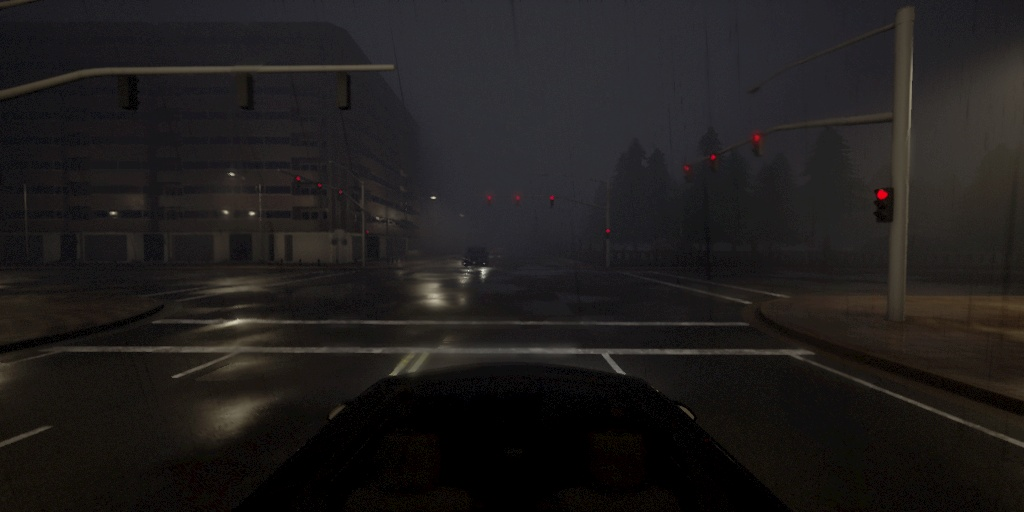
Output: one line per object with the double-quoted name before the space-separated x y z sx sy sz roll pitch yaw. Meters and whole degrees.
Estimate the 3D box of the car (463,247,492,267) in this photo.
"car" -3.507 0.129 35.888 2.150 2.045 5.566 0 3 0
